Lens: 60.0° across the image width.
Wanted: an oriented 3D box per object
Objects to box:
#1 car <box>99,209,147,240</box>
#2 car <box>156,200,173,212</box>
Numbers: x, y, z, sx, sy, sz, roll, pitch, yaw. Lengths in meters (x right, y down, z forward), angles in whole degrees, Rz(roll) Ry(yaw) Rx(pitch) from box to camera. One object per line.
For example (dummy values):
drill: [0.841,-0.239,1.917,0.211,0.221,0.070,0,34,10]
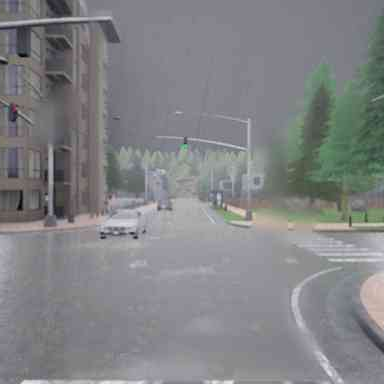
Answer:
car: [-3.529,1.640,17.763,1.812,1.442,4.674,0,0,0]
car: [-3.574,1.769,43.982,2.128,1.511,4.902,0,0,0]
